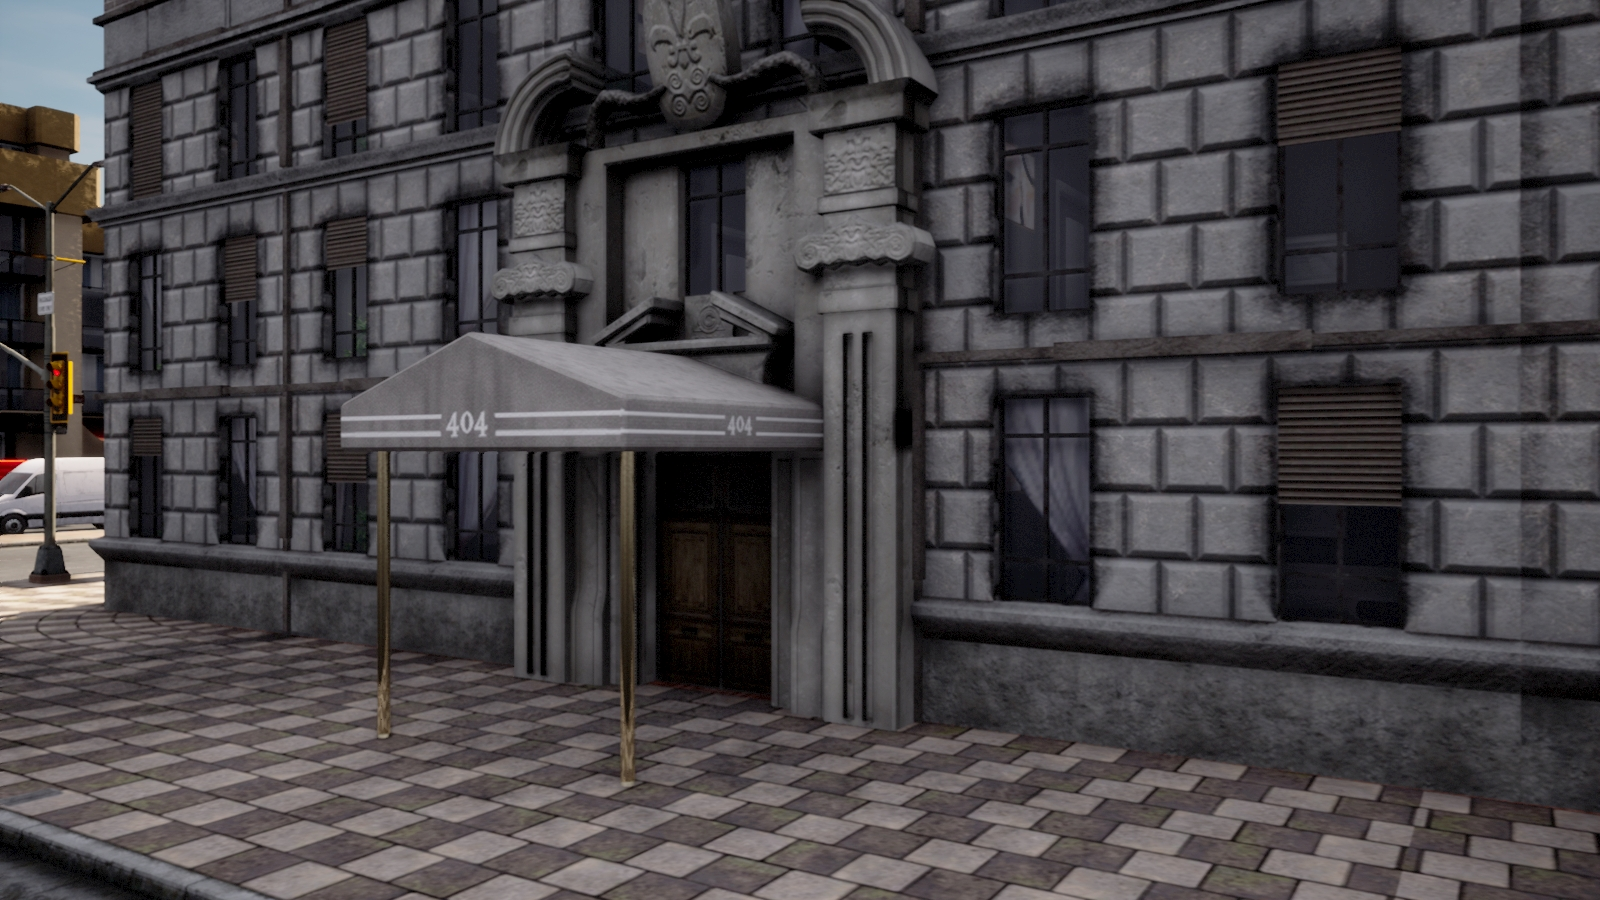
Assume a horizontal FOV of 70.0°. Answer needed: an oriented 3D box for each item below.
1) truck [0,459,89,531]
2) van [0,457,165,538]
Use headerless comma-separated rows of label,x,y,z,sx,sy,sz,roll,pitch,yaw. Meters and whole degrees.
truck,-28.775,1.591,40.696,2.627,2.467,5.204,0,0,31
van,-25.435,1.556,39.430,1.988,2.561,5.915,0,0,32
